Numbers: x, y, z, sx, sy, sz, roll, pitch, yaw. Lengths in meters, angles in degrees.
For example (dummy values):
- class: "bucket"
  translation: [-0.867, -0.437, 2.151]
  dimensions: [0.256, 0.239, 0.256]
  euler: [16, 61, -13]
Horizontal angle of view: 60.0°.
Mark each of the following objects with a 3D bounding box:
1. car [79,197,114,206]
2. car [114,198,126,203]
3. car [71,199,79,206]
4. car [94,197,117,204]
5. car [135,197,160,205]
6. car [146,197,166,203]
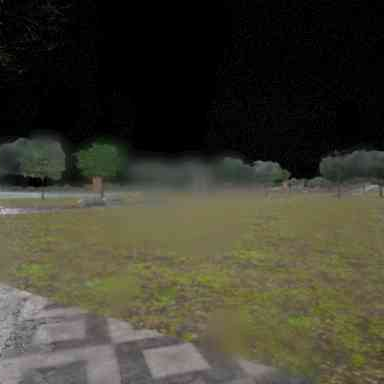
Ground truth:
- class: "car"
  translation: [-16.069, 1.881, 56.175]
  dimensions: [1.837, 1.490, 4.892]
  euler: [0, 0, 36]
- class: "car"
  translation: [-15.489, 1.750, 68.083]
  dimensions: [1.812, 1.442, 4.674]
  euler: [0, 0, 36]
- class: "car"
  translation: [-18.704, 1.876, 58.077]
  dimensions: [1.882, 1.535, 5.008]
  euler: [0, 0, 36]
- class: "car"
  translation: [-18.125, 1.766, 69.986]
  dimensions: [1.812, 1.442, 4.674]
  euler: [0, 0, 36]
- class: "car"
  translation: [-9.438, 1.909, 70.912]
  dimensions: [2.033, 1.411, 5.357]
  euler: [0, 0, 36]
- class: "car"
  translation: [-7.307, 1.736, 68.312]
  dimensions: [2.097, 1.767, 4.553]
  euler: [0, 0, 36]
